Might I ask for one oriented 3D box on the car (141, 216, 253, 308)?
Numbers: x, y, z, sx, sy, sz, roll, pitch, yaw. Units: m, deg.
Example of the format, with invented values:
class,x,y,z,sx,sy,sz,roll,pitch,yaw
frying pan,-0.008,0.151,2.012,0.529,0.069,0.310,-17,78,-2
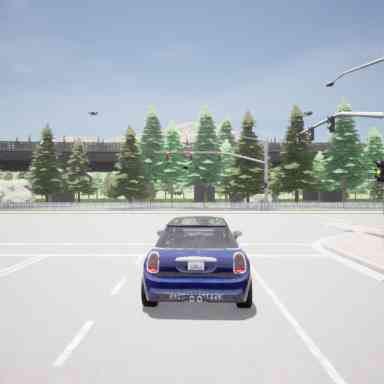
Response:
class,x,y,z,sx,sy,sz,roll,pitch,yaw
car,0.167,1.352,8.102,2.097,1.767,4.553,0,0,3
